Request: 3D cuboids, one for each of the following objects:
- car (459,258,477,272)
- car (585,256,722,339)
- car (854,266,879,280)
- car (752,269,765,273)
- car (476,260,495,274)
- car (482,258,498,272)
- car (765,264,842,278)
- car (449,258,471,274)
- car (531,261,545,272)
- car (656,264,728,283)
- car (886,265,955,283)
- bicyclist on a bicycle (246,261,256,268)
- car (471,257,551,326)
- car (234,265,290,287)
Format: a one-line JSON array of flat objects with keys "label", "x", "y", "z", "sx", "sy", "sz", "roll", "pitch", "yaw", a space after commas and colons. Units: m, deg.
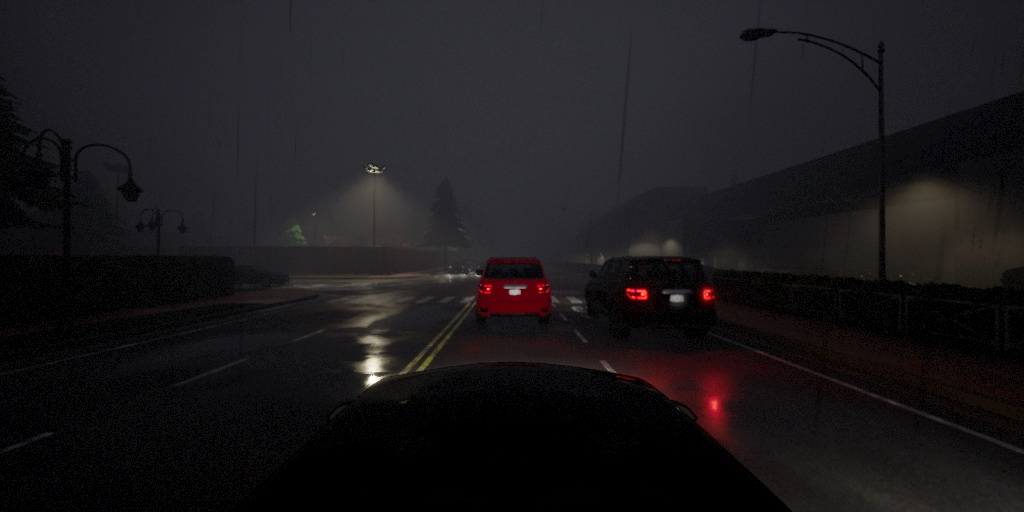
[{"label": "car", "x": -6.827, "y": 1.353, "z": 56.128, "sx": 2.150, "sy": 2.045, "sz": 5.566, "roll": 0, "pitch": 0, "yaw": 1}, {"label": "car", "x": 3.624, "y": 1.033, "z": 10.450, "sx": 2.150, "sy": 2.045, "sz": 5.566, "roll": 0, "pitch": 0, "yaw": 1}, {"label": "car", "x": 35.264, "y": 1.521, "z": 33.419, "sx": 5.357, "sy": 1.411, "sz": 2.033, "roll": 0, "pitch": 0, "yaw": 0}, {"label": "car", "x": 24.883, "y": 1.499, "z": 33.427, "sx": 4.674, "sy": 1.442, "sz": 1.812, "roll": 0, "pitch": 0, "yaw": 0}, {"label": "car", "x": -3.419, "y": 1.418, "z": 46.785, "sx": 2.097, "sy": 1.767, "sz": 4.553, "roll": 0, "pitch": 0, "yaw": 1}, {"label": "car", "x": -3.322, "y": 1.355, "z": 56.379, "sx": 2.150, "sy": 2.045, "sz": 5.566, "roll": 0, "pitch": 0, "yaw": 0}, {"label": "car", "x": 24.531, "y": 1.426, "z": 29.941, "sx": 5.008, "sy": 1.535, "sz": 1.882, "roll": 0, "pitch": 0, "yaw": 0}, {"label": "car", "x": -6.918, "y": 1.419, "z": 46.903, "sx": 2.097, "sy": 1.767, "sz": 4.553, "roll": 0, "pitch": 0, "yaw": 1}, {"label": "car", "x": 3.834, "y": 1.590, "z": 53.415, "sx": 1.882, "sy": 1.535, "sz": 5.008, "roll": 0, "pitch": 0, "yaw": 1}, {"label": "car", "x": 14.952, "y": 1.426, "z": 29.955, "sx": 5.008, "sy": 1.535, "sz": 1.882, "roll": 0, "pitch": 0, "yaw": 0}, {"label": "car", "x": 34.441, "y": 1.512, "z": 29.922, "sx": 4.181, "sy": 1.385, "sz": 1.994, "roll": 0, "pitch": 0, "yaw": 0}, {"label": "bicyclist on a bicycle", "x": -25.200, "y": 1.267, "z": 34.645, "sx": 0.582, "sy": 1.620, "sz": 1.656, "roll": 0, "pitch": 0, "yaw": 0}, {"label": "car", "x": -0.046, "y": 1.048, "z": 12.217, "sx": 2.150, "sy": 2.045, "sz": 5.566, "roll": 0, "pitch": 0, "yaw": -3}, {"label": "car", "x": -18.651, "y": 1.378, "z": 25.657, "sx": 5.008, "sy": 1.535, "sz": 1.882, "roll": 0, "pitch": 0, "yaw": 0}]
